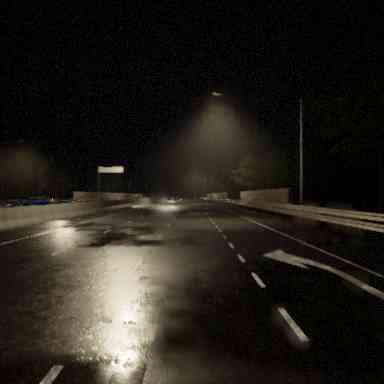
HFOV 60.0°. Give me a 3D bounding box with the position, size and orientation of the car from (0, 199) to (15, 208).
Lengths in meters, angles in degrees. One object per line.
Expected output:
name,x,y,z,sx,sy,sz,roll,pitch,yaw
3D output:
car,-24.558,1.786,45.225,2.097,1.767,4.553,0,-1,0

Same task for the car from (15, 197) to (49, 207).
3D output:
car,-21.060,1.654,45.048,2.150,2.045,5.566,0,-1,0

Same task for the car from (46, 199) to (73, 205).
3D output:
car,-17.563,1.914,45.520,1.882,1.535,5.008,0,-1,0
